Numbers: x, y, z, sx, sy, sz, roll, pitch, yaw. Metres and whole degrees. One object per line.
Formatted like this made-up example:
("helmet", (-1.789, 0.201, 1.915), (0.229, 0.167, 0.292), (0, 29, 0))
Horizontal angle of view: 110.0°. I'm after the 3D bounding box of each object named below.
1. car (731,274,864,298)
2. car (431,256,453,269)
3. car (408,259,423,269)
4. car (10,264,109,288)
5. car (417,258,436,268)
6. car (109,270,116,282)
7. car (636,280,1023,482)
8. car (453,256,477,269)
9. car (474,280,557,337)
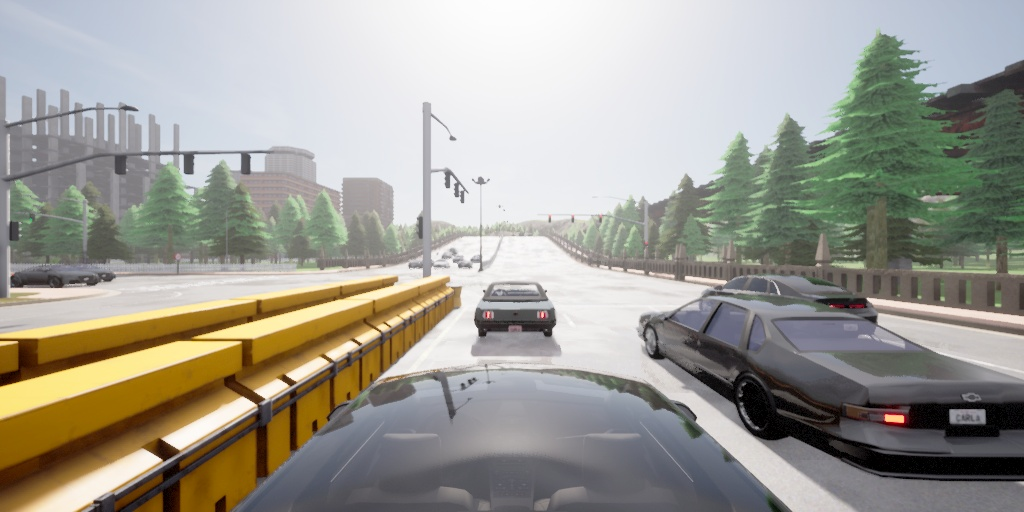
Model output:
("car", (7.085, 1.243, 9.924), (1.837, 1.490, 4.892), (0, 0, 0))
("car", (-10.562, 1.183, 53.941), (1.812, 1.442, 4.674), (0, 1, 0))
("car", (-14.079, 1.149, 53.319), (2.128, 1.511, 4.902), (0, 1, 0))
("car", (-29.081, 1.284, 22.887), (4.181, 1.385, 1.994), (0, 0, 2))
("car", (-13.966, 1.149, 58.914), (1.994, 1.385, 4.181), (0, 2, 2))
("car", (-32.084, 1.279, 26.501), (4.181, 1.385, 1.994), (0, 0, 2))
("car", (3.563, 1.292, 5.301), (2.033, 1.411, 5.357), (0, 0, 0))
("car", (-7.062, 1.145, 54.236), (2.128, 1.511, 4.902), (0, 1, 0))
("car", (0.085, 1.339, 10.208), (1.895, 1.301, 4.718), (0, 0, 0))
